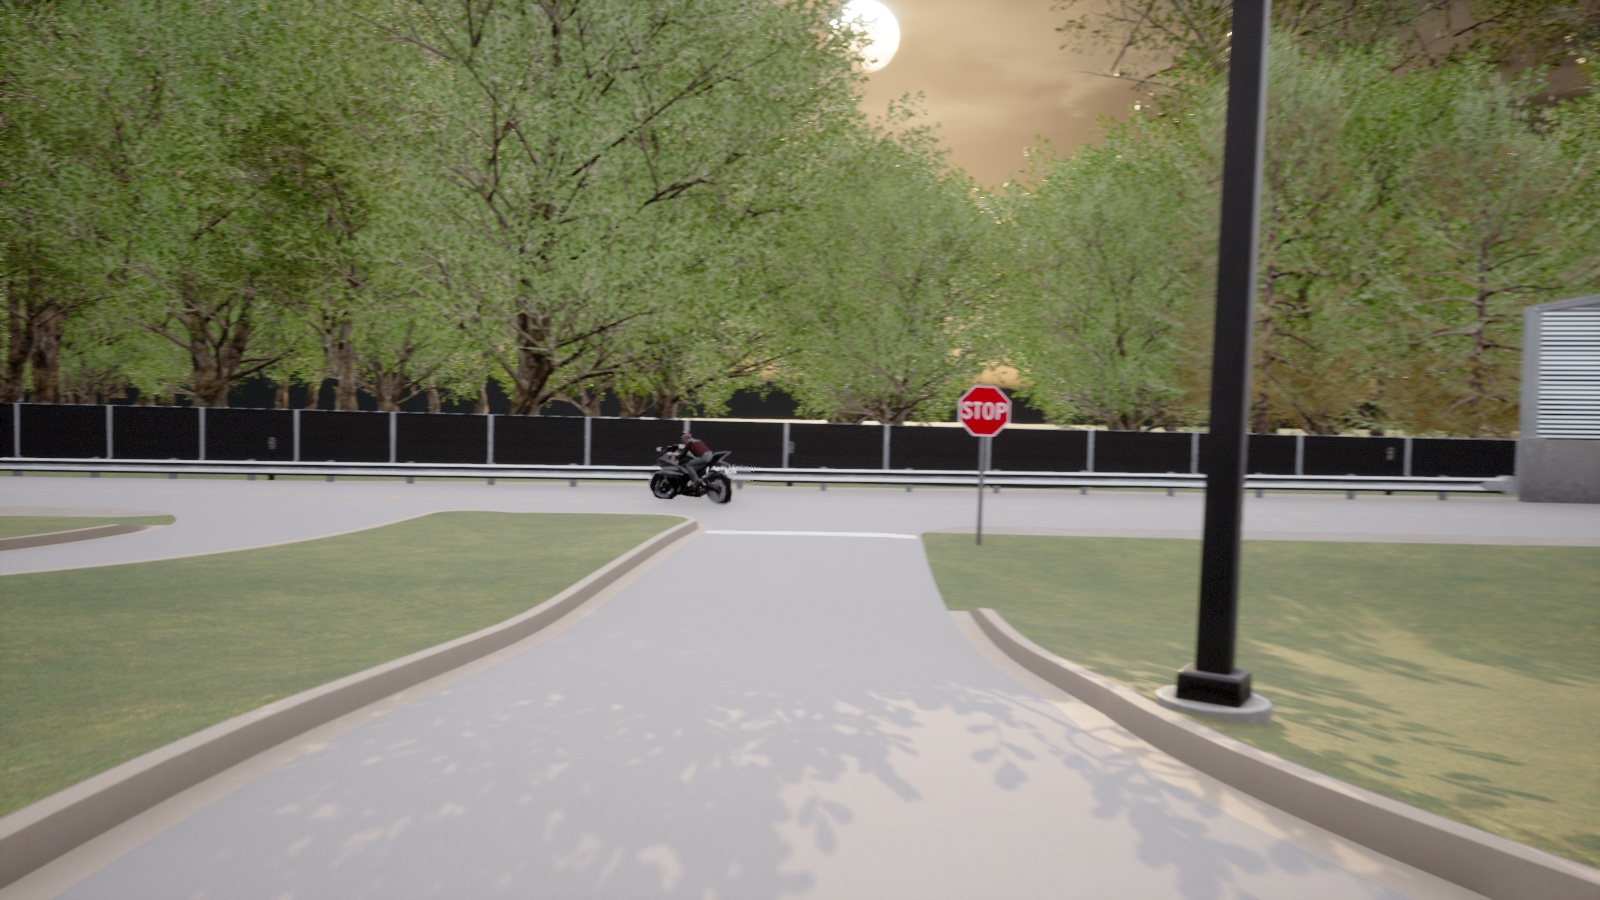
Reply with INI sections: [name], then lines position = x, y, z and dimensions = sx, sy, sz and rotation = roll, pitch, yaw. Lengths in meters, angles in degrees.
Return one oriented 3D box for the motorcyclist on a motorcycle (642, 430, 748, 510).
[motorcyclist on a motorcycle]
position = -2.259, 0.397, 26.931
dimensions = 2.191, 1.530, 0.866
rotation = 3, 6, 35
